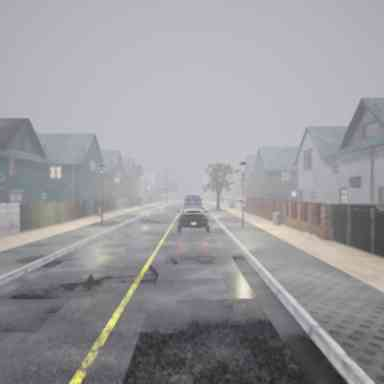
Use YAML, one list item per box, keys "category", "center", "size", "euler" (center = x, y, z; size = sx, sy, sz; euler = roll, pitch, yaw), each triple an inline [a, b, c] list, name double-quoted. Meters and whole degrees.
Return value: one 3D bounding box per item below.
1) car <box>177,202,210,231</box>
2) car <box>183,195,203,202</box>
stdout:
- category: "car"
  center: [0.085, 1.555, 20.446]
  size: [1.812, 1.442, 4.674]
  euler: [0, 0, 0]
- category: "car"
  center: [0.096, 1.328, 39.586]
  size: [2.150, 2.045, 5.566]
  euler: [0, 0, 0]
